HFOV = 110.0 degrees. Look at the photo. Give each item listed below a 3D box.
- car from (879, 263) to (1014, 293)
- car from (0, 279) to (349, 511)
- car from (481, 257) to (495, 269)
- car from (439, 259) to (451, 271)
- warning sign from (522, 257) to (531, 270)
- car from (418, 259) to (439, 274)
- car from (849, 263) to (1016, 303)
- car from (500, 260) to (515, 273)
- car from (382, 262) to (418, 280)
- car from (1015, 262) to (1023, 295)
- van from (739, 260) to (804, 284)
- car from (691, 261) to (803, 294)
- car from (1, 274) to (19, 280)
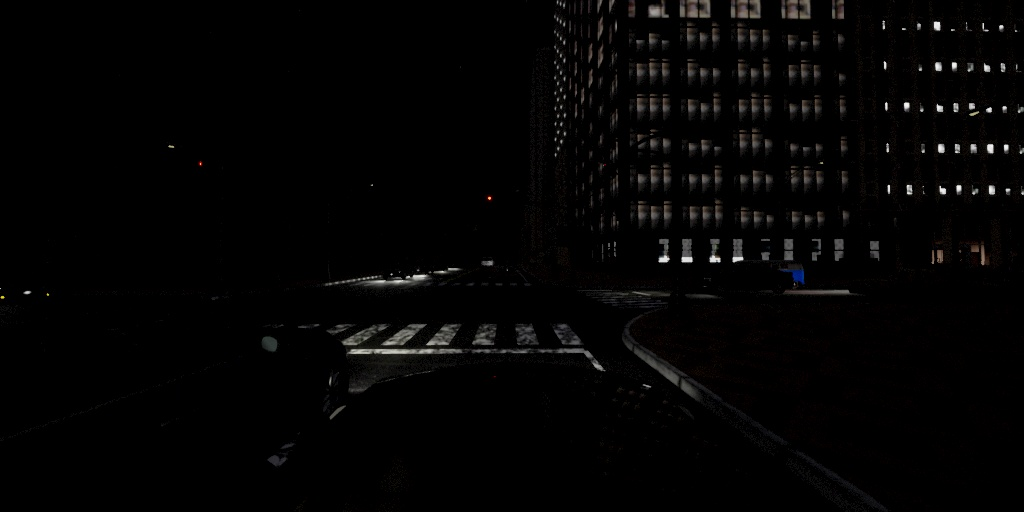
[{"bbox_3d":[23.708,1.157,19.727,4.902,1.511,2.128,0,-2,-2],"label":"car"},{"bbox_3d":[-3.156,1.103,2.860,2.097,1.767,4.553,0,0,-1],"label":"car"},{"bbox_3d":[-4.201,1.174,62.257,2.150,2.045,5.566,0,0,-1],"label":"car"},{"bbox_3d":[-10.634,1.247,52.241,2.097,1.767,4.553,0,0,-1],"label":"car"},{"bbox_3d":[2.082,1.001,50.817,1.300,1.860,1.060,0,0,-1],"label":"warning sign"},{"bbox_3d":[-10.483,1.340,42.367,2.128,1.511,4.902,0,0,-1],"label":"car"},{"bbox_3d":[16.140,1.075,14.078,4.829,1.417,1.751,0,0,-2],"label":"car"},{"bbox_3d":[-0.609,1.467,46.614,1.895,1.301,4.718,0,0,-1],"label":"car"},{"bbox_3d":[-10.347,1.320,32.905,1.837,1.490,4.892,0,0,-3],"label":"car"},{"bbox_3d":[21.553,0.961,14.230,4.097,1.591,1.967,0,0,-2],"label":"car"},{"bbox_3d":[15.632,1.123,22.089,3.998,1.789,1.690,0,0,-2],"label":"van"},{"bbox_3d":[12.368,1.202,19.414,5.008,1.535,1.882,0,-2,0],"label":"car"},{"bbox_3d":[-22.716,1.394,15.281,4.181,1.385,1.994,0,-2,-2],"label":"car"}]
